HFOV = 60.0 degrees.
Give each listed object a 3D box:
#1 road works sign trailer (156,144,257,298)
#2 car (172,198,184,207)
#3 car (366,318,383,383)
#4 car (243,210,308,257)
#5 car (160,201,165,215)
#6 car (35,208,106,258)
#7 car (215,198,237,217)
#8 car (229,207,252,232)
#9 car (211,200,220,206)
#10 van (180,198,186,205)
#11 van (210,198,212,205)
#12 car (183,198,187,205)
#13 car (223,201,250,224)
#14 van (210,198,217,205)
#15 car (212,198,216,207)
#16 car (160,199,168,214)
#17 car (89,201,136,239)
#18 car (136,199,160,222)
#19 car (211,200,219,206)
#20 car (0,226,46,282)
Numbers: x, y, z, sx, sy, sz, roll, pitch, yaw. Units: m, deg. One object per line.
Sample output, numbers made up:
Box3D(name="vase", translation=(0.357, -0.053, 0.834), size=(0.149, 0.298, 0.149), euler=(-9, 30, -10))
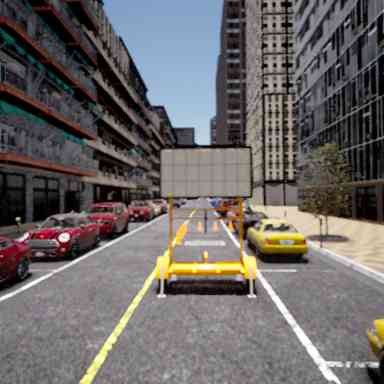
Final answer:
Box3D(name="road works sign trailer", translation=(0.361, 0.562, 8.786), size=(2.380, 3.560, 2.880), euler=(0, -1, 2))
Box3D(name="car", translation=(-3.250, 2.489, 70.025), size=(1.947, 1.339, 4.313), euler=(0, -1, 2))
Box3D(name="car", translation=(2.830, 1.528, 1.999), size=(1.752, 1.417, 4.829), euler=(0, -1, 2))
Box3D(name="car", translation=(3.213, 1.655, 13.317), size=(1.752, 1.417, 4.829), euler=(0, -1, 2))
Box3D(name="car", translation=(-4.407, 1.985, 35.900), size=(1.752, 1.417, 4.829), euler=(0, -1, 2))
Box3D(name="car", translation=(-5.168, 1.632, 13.431), size=(1.967, 1.590, 4.097), euler=(0, -1, 2))
Box3D(name="car", translation=(3.974, 1.713, 35.789), size=(2.192, 1.841, 5.009), euler=(0, -1, 2))
Box3D(name="car", translation=(3.399, 1.760, 18.807), size=(1.947, 1.339, 4.313), euler=(0, -1, 2))
Box3D(name="car", translation=(5.317, 2.523, 75.403), size=(1.802, 1.307, 4.206), euler=(0, -1, 2))
Box3D(name="van", translation=(-2.484, 2.599, 92.667), size=(1.690, 1.788, 3.998), euler=(0, -1, 2))
Box3D(name="van", translation=(5.124, 2.200, 69.746), size=(1.690, 1.788, 3.998), euler=(0, -1, 2))
Box3D(name="car", translation=(-2.674, 2.737, 87.003), size=(1.947, 1.339, 4.313), euler=(0, -1, 2))
Box3D(name="car", translation=(3.591, 1.701, 24.467), size=(1.967, 1.590, 4.097), euler=(0, -1, 2))
Box3D(name="van", translation=(5.699, 2.448, 86.724), size=(1.690, 1.788, 3.998), euler=(0, -1, 2))
Box3D(name="car", translation=(4.357, 1.858, 47.107), size=(2.192, 1.841, 5.009), euler=(0, -1, 2))
Box3D(name="car", translation=(-4.209, 1.848, 41.732), size=(2.192, 1.841, 5.009), euler=(0, -1, 2))
Box3D(name="car", translation=(-4.976, 1.573, 19.093), size=(2.192, 1.841, 5.009), euler=(0, -1, 2))
Box3D(name="car", translation=(-4.593, 1.707, 30.411), size=(2.192, 1.841, 5.009), euler=(0, -1, 2))
Box3D(name="car", translation=(5.509, 2.605, 81.061), size=(1.802, 1.307, 4.206), euler=(0, -1, 2))
Box3D(name="car", translation=(-5.359, 1.709, 7.770), size=(1.802, 1.307, 4.206), euler=(0, -1, 2))
